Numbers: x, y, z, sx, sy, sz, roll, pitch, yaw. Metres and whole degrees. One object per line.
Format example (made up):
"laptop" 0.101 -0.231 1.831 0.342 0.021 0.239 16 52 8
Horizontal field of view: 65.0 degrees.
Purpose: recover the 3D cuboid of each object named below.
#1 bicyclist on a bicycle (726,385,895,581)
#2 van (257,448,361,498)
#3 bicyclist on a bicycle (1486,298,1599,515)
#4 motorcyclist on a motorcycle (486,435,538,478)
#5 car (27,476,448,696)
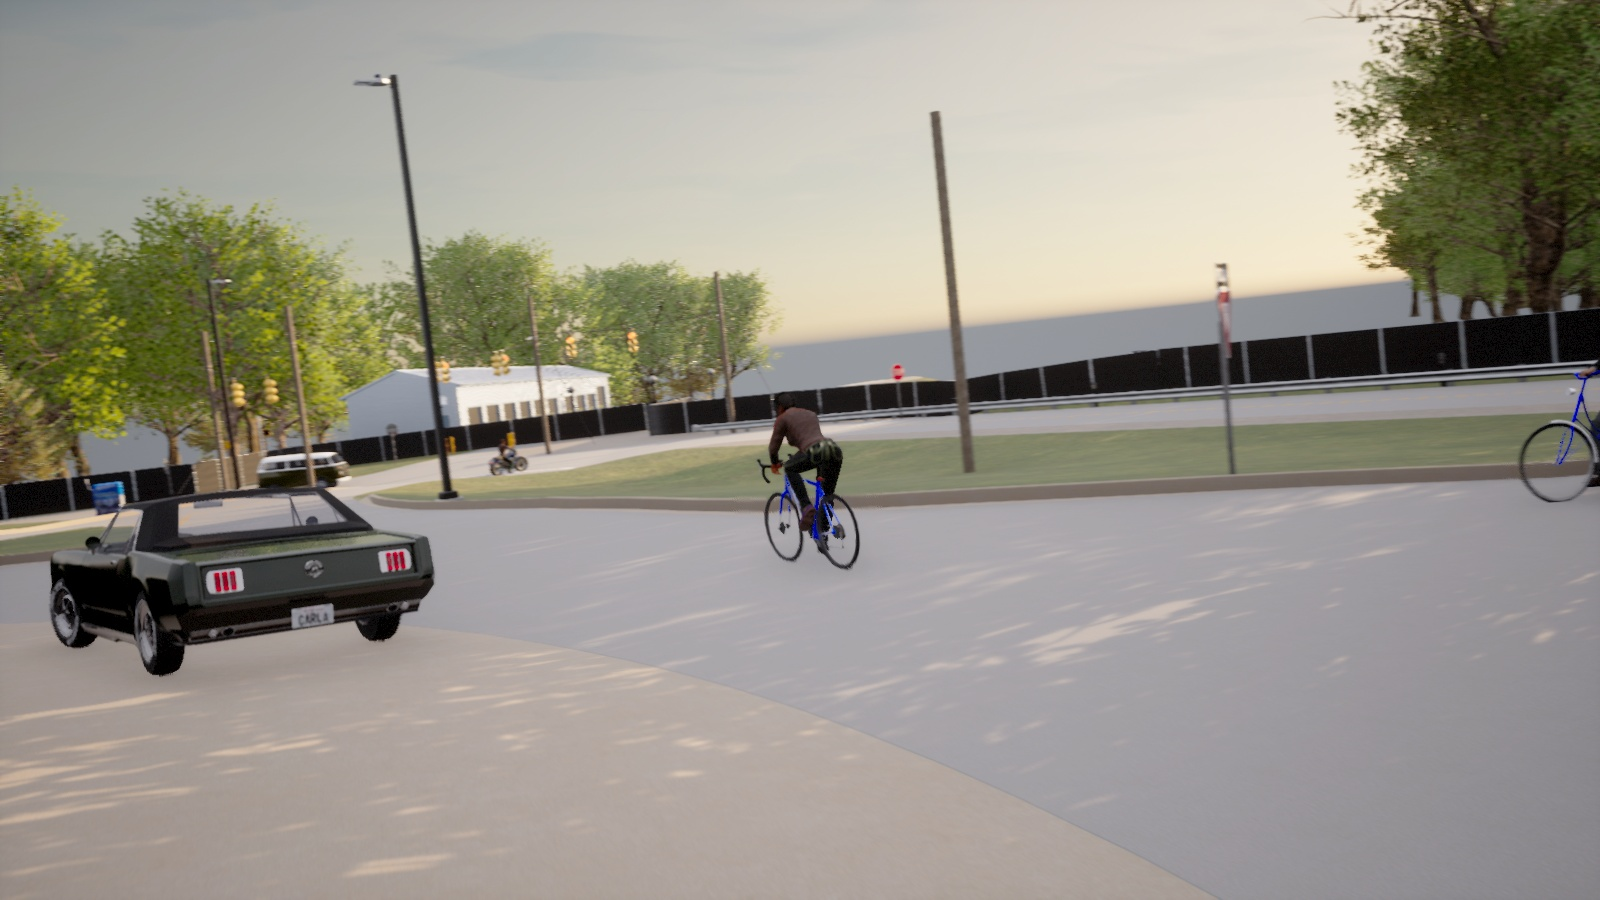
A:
"bicyclist on a bicycle" 0.060 0.282 11.512 0.582 1.620 1.656 -9 4 -30
"van" -25.866 1.200 66.262 4.480 2.038 2.069 -6 5 -1
"bicyclist on a bicycle" 7.083 -0.428 10.918 1.843 1.776 0.659 -5 2 -7
"motorcyclist on a motorcycle" -12.966 0.285 56.578 0.766 1.649 2.350 -3 4 29
"car" -4.934 1.010 10.584 1.895 1.301 4.718 -4 0 -41
